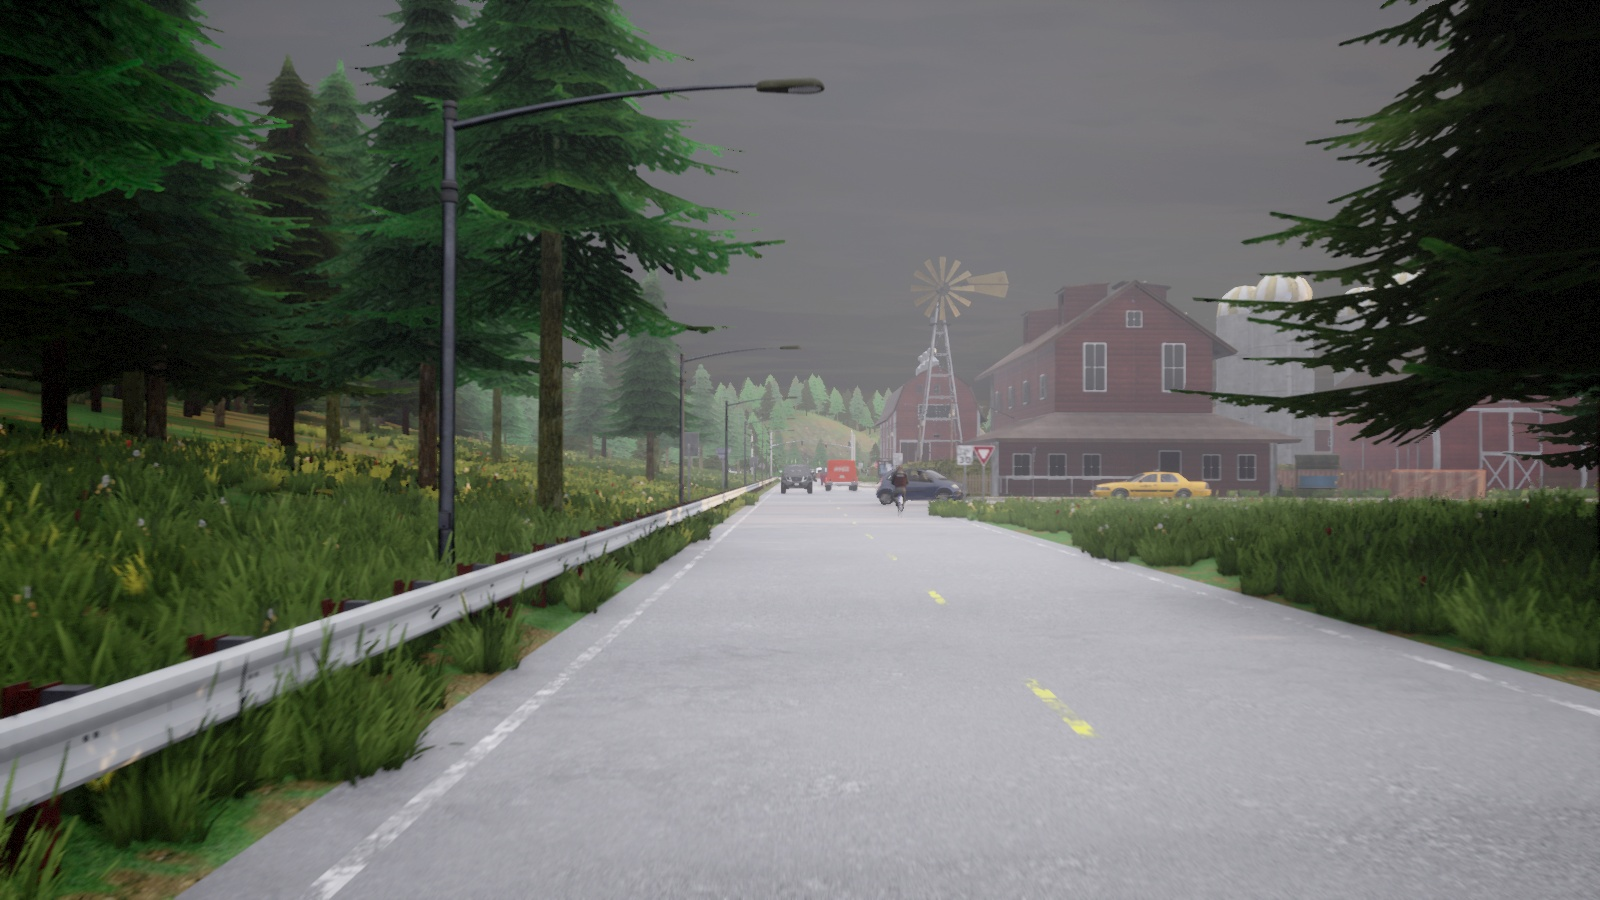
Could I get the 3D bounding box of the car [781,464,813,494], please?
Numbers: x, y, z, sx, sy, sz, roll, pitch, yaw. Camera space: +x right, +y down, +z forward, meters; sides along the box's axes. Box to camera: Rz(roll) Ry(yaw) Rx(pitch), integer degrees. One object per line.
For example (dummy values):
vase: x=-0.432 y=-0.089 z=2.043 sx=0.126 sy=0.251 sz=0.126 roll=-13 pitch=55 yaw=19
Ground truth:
car: x=-0.212 y=1.992 z=87.048 sx=2.150 sy=2.045 sz=5.566 roll=0 pitch=-1 yaw=0

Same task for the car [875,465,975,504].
car: x=5.534 y=1.529 z=55.571 sx=3.988 sy=1.617 sz=1.851 roll=-1 pitch=-1 yaw=25

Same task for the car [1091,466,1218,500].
car: x=16.466 y=1.527 z=58.509 sx=5.366 sy=1.575 sz=1.801 roll=0 pitch=-1 yaw=0
